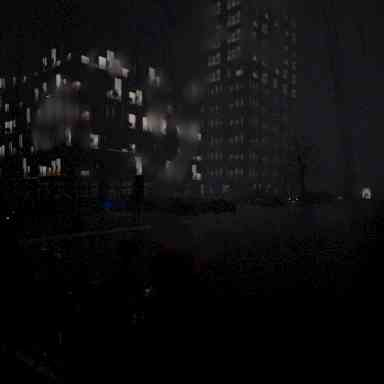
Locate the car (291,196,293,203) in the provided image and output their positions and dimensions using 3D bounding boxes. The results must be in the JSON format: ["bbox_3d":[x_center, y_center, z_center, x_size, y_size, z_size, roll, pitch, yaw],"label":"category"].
[{"bbox_3d":[17.043,1.137,52.757,1.895,1.301,4.718,0,1,40],"label":"car"}]

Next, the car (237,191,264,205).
[{"bbox_3d":[8.591,0.823,47.538,2.150,2.045,5.566,0,0,41],"label":"car"}]

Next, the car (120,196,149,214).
[{"bbox_3d":[-4.433,1.326,32.363,1.994,1.385,4.181,0,1,41],"label":"car"}]

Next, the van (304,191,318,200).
[{"bbox_3d":[25.639,0.695,71.578,1.690,1.788,3.998,1,1,40],"label":"van"}]

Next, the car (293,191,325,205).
[{"bbox_3d":[17.228,0.885,48.815,2.192,1.841,5.009,1,1,40],"label":"car"}]

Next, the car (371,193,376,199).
[{"bbox_3d":[39.386,0.848,74.779,2.008,1.369,4.403,1,1,40],"label":"car"}]

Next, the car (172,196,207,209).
[{"bbox_3d":[-0.221,1.219,41.300,1.887,1.381,4.507,1,1,40],"label":"car"}]

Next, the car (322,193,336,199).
[{"bbox_3d":[33.025,0.829,80.236,1.947,1.339,4.313,1,1,40],"label":"car"}]

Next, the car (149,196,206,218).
[{"bbox_3d":[-1.146,1.241,27.104,1.967,1.590,4.097,1,1,40],"label":"car"}]

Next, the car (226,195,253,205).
[{"bbox_3d":[7.171,1.148,49.947,1.947,1.339,4.313,1,1,40],"label":"car"}]

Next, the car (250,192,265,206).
[{"bbox_3d":[10.360,1.111,44.853,2.128,1.511,4.902,0,1,41],"label":"car"}]

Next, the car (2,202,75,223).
[{"bbox_3d":[-11.201,1.447,24.444,1.895,1.301,4.718,0,1,38],"label":"car"}]

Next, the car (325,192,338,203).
[{"bbox_3d":[20.921,0.840,53.141,2.192,1.841,5.009,1,1,40],"label":"car"}]

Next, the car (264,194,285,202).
[{"bbox_3d":[14.558,1.057,58.601,1.947,1.339,4.313,1,1,40],"label":"car"}]

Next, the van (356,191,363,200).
[{"bbox_3d":[35.694,0.683,70.449,1.690,1.788,3.998,1,1,40],"label":"van"}]

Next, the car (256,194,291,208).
[{"bbox_3d":[9.840,1.244,40.165,1.802,1.307,4.206,1,1,40],"label":"car"}]

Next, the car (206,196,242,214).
[{"bbox_3d":[2.504,1.320,31.469,1.947,1.339,4.313,1,1,40],"label":"car"}]

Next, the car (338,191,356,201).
[{"bbox_3d":[28.417,0.957,61.927,1.752,1.417,4.829,1,1,40],"label":"car"}]

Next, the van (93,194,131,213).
[{"bbox_3d":[-7.692,1.107,32.716,1.690,1.788,3.998,1,1,40],"label":"van"}]

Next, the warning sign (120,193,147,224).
[{"bbox_3d":[-3.643,0.977,20.726,1.300,1.860,1.060,0,0,40],"label":"warning sign"}]
